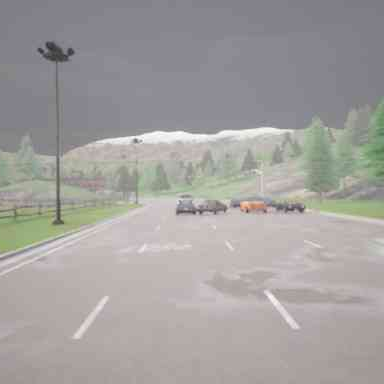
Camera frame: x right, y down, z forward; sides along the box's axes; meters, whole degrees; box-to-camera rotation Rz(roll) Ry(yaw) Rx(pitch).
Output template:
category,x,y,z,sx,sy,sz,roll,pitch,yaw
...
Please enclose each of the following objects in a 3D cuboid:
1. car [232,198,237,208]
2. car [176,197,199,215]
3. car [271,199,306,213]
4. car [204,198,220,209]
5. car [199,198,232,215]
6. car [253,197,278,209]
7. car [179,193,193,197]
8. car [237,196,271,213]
category,x,y,z,sx,sy,sz,roll,pitch,yaw
car,6.178,1.441,44.880,1.994,1.385,4.181,-1,0,-1
car,-0.613,1.541,33.340,1.994,1.385,4.181,-1,0,-1
car,9.890,1.439,33.935,1.895,1.301,4.718,-1,0,-1
car,2.677,1.523,45.179,1.895,1.301,4.718,-1,0,-1
car,2.113,1.488,33.794,2.033,1.411,5.357,-1,0,22
car,9.686,1.379,44.286,2.033,1.411,5.357,-1,0,-1
car,-0.816,1.193,44.235,2.150,2.045,5.566,-1,0,-1
car,6.363,1.236,34.897,2.097,1.767,4.553,-1,0,-1
